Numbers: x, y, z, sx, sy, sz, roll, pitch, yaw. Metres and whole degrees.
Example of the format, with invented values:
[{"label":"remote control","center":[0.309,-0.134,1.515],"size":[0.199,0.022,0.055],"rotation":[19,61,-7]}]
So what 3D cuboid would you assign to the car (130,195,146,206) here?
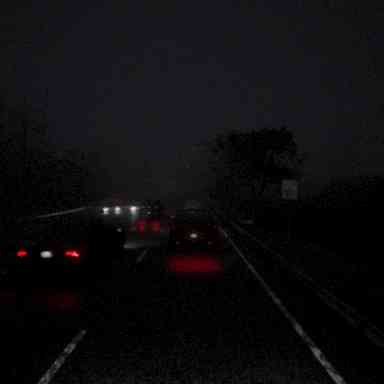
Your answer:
[{"label":"car","center":[-7.086,1.123,45.797],"size":[1.812,1.442,4.674],"rotation":[0,3,0]}]

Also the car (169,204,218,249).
[{"label":"car","center":[0.074,1.462,14.508],"size":[1.882,1.535,5.008],"rotation":[0,-1,0]}]

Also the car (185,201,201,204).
[{"label":"car","center":[0.078,1.493,29.995],"size":[1.812,1.442,4.674],"rotation":[0,0,0]}]

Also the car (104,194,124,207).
[{"label":"car","center":[-10.586,1.086,45.582],"size":[1.882,1.535,5.008],"rotation":[0,3,0]}]

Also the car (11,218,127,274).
[{"label":"car","center":[-3.453,1.536,10.445],"size":[2.033,1.411,5.357],"rotation":[0,0,1]}]

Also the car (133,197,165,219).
[{"label":"car","center":[-3.428,1.460,29.092],"size":[2.128,1.511,4.902],"rotation":[0,0,0]}]
